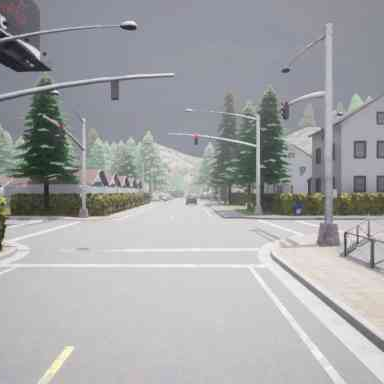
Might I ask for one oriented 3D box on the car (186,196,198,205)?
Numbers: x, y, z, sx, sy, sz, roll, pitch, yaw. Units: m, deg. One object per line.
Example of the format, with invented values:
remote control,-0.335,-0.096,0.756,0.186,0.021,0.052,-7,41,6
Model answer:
car,-0.086,1.503,59.225,1.837,1.490,4.892,0,0,0
